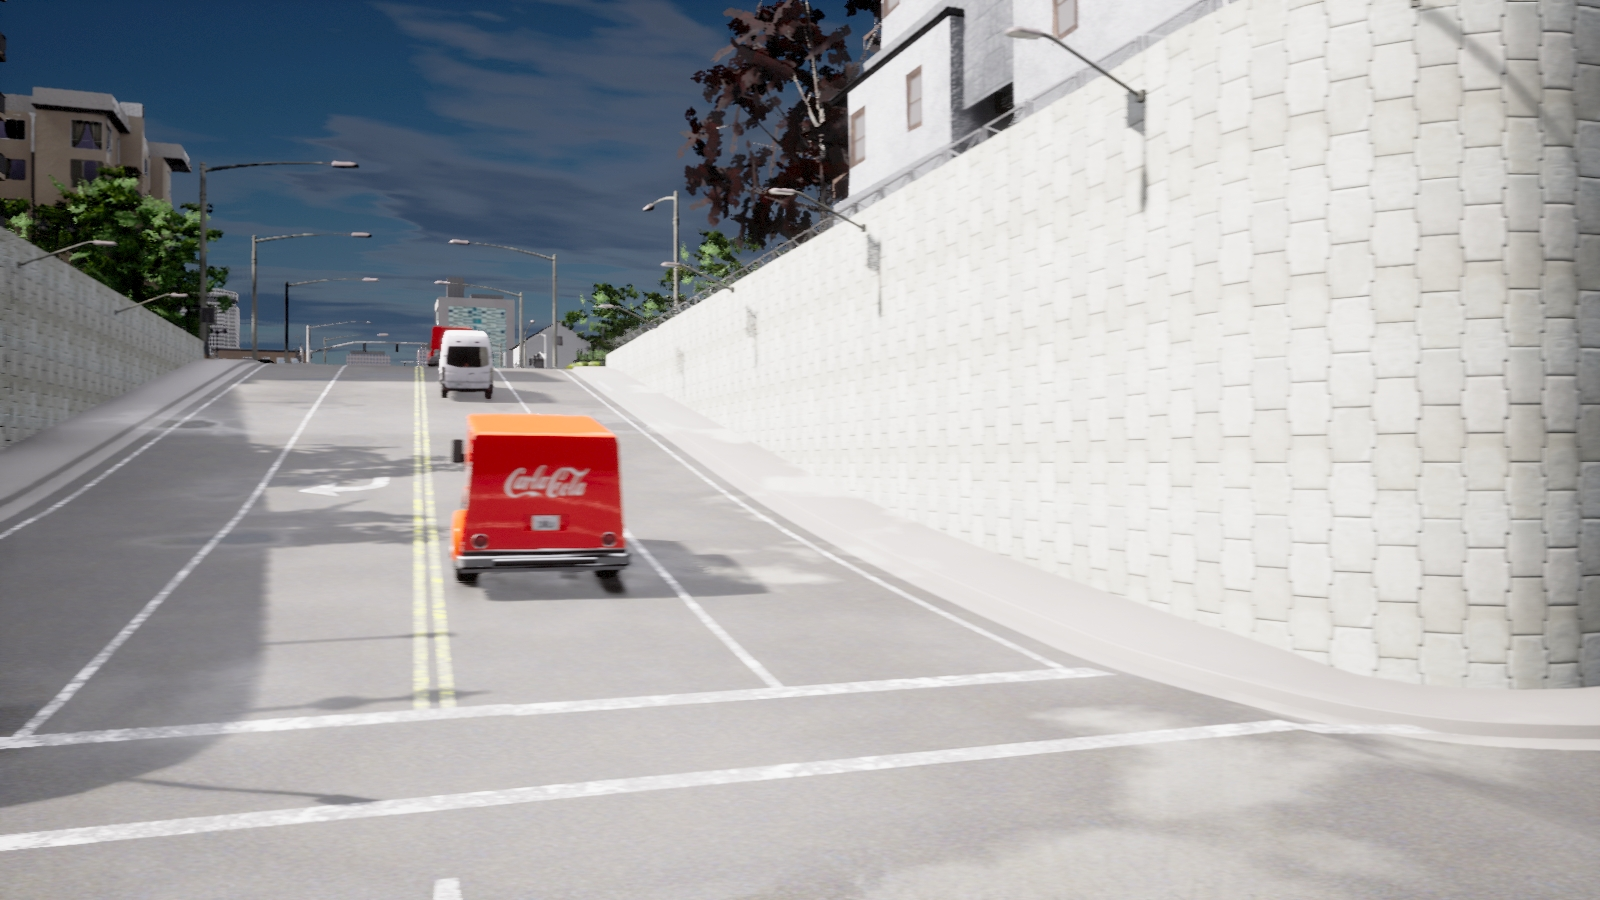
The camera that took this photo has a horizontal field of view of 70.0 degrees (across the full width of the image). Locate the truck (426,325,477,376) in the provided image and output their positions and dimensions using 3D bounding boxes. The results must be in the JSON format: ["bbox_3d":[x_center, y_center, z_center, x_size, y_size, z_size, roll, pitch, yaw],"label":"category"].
[{"bbox_3d":[-19.828,-5.595,64.880,2.627,2.467,5.204,0,1,-19],"label":"truck"}]

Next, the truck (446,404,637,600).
[{"bbox_3d":[-4.479,0.660,19.012,2.627,2.467,5.204,1,6,-18],"label":"truck"}]

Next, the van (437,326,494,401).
[{"bbox_3d":[-13.815,-3.644,47.001,1.988,2.561,5.915,0,9,-19],"label":"van"}]
